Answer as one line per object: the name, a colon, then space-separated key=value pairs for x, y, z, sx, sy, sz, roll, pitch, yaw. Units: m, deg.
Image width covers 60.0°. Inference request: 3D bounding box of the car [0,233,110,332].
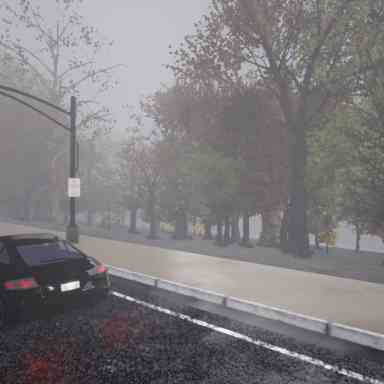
car: x=-3.560 y=1.562 z=6.964 sx=4.181 sy=1.385 sz=1.994 roll=0 pitch=0 yaw=42
